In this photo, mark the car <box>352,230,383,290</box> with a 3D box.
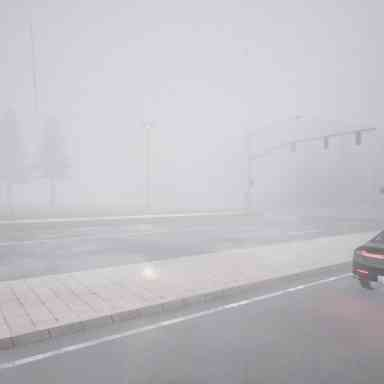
[{"bbox_3d":[5.717,1.492,7.848,4.902,1.511,2.128,0,0,-36],"label":"car"}]
